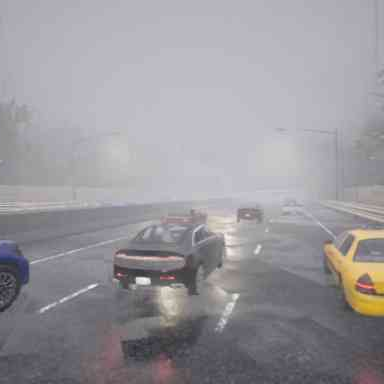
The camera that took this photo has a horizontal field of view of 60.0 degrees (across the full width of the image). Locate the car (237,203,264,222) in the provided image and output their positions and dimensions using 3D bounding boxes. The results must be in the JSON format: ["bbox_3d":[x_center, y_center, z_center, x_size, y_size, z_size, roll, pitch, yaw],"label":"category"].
[{"bbox_3d":[4.911,1.613,27.613,1.882,1.535,5.008,0,0,16],"label":"car"}]

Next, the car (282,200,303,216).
[{"bbox_3d":[10.203,1.740,33.661,1.895,1.301,4.718,0,0,16],"label":"car"}]

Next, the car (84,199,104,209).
[{"bbox_3d":[-12.421,1.697,44.347,2.097,1.767,4.553,0,0,16],"label":"car"}]

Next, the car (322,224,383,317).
[{"bbox_3d":[4.075,1.474,7.455,1.801,1.575,5.366,0,0,16],"label":"car"}]

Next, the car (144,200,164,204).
[{"bbox_3d":[-5.121,1.792,44.461,2.128,1.511,4.902,0,0,16],"label":"car"}]

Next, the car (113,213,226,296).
[{"bbox_3d":[-0.314,1.548,8.933,2.128,1.511,4.902,0,0,16],"label":"car"}]

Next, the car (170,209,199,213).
[{"bbox_3d":[-0.365,1.733,21.740,1.895,1.301,4.718,0,0,16],"label":"car"}]

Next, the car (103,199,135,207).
[{"bbox_3d":[-9.091,1.795,43.260,1.882,1.535,5.008,0,0,16],"label":"car"}]

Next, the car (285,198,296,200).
[{"bbox_3d":[12.865,1.536,43.364,2.097,1.767,4.553,0,0,16],"label":"car"}]

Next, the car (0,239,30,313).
[{"bbox_3d":[-5.073,1.282,4.916,2.150,2.045,5.566,0,0,16],"label":"car"}]
